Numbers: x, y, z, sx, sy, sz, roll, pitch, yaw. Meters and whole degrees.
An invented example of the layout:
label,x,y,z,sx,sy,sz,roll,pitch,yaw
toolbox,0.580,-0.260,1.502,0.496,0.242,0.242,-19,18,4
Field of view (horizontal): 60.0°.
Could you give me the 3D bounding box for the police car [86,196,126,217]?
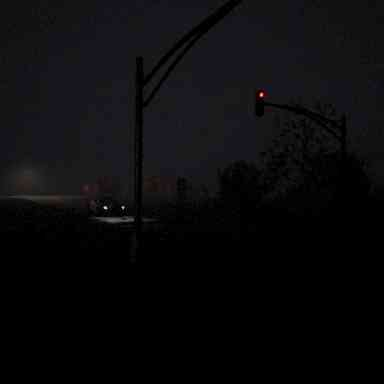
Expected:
label,x,y,z,sx,sy,sz,roll,pitch,yaw
police car,-6.927,1.101,26.702,2.038,1.542,4.974,1,0,-33
